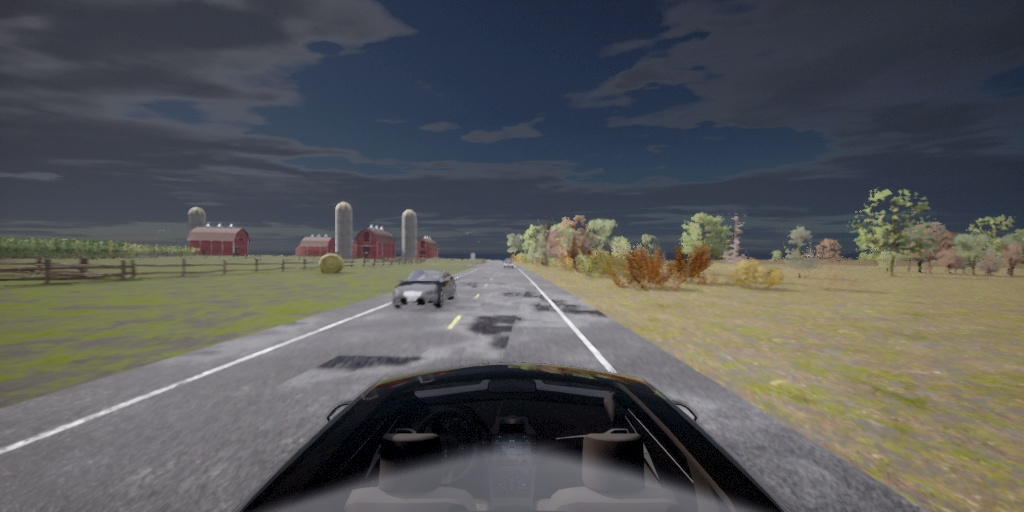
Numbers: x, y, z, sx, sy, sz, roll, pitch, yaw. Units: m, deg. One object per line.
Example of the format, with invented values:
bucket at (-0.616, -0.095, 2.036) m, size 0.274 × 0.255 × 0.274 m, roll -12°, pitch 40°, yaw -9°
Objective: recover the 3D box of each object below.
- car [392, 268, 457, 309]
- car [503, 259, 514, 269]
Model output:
car at (-3.567, 1.295, 15.323) m, size 2.128 × 1.511 × 4.902 m, roll 0°, pitch 0°, yaw 0°
car at (-0.631, 1.607, 64.514) m, size 1.895 × 1.301 × 4.718 m, roll 0°, pitch 0°, yaw -1°
